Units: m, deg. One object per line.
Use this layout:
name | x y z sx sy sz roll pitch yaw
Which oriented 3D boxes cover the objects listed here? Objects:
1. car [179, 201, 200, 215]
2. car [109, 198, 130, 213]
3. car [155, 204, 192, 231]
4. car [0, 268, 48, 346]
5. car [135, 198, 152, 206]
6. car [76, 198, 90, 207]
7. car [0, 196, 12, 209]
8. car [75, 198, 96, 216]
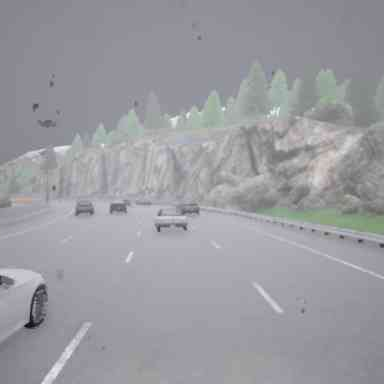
car | -0.557 1.660 35.299 2.128 1.511 4.902 0 0 -14
car | -9.270 1.732 41.350 1.882 1.535 5.008 0 0 -17
car | -1.441 1.712 21.589 1.895 1.301 4.718 0 0 -8
car | -3.422 1.568 4.088 1.812 1.442 4.674 0 0 -3
car | -9.327 1.905 63.304 2.033 1.411 5.357 0 0 -27
car | -19.678 1.914 59.706 1.837 1.490 4.892 1 -1 -24
car | -24.547 1.581 42.430 2.150 2.045 5.566 0 0 -17
car | -11.731 1.740 36.619 2.128 1.511 4.902 0 0 -15
